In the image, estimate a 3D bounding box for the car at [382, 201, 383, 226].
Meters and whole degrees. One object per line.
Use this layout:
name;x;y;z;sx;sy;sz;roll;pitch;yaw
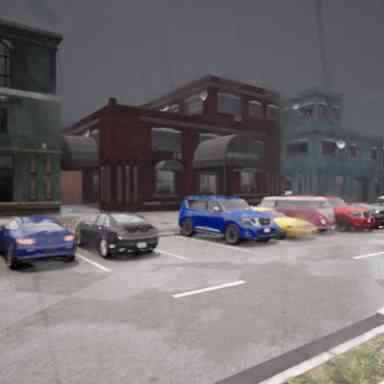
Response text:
car;10.557;1.538;22.501;2.231;1.521;4.892;0;0;-35

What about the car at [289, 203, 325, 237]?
car;3.868;1.494;17.521;1.946;1.575;5.366;0;0;-35

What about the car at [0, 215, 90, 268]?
car;-5.294;1.500;11.225;2.002;1.452;4.674;0;0;-35

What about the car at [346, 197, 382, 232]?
car;8.305;1.270;20.871;2.435;2.045;5.566;0;0;-35

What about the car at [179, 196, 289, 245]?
car;1.514;1.234;16.038;2.435;2.045;5.566;0;0;-35

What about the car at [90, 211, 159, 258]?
car;-3.028;1.469;12.833;2.231;1.521;4.892;0;0;-35

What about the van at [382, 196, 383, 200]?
van;17.279;1.361;27.436;1.878;1.987;4.442;0;0;-35

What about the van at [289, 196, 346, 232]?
van;6.093;1.283;19.189;1.878;1.987;4.442;0;0;-35
